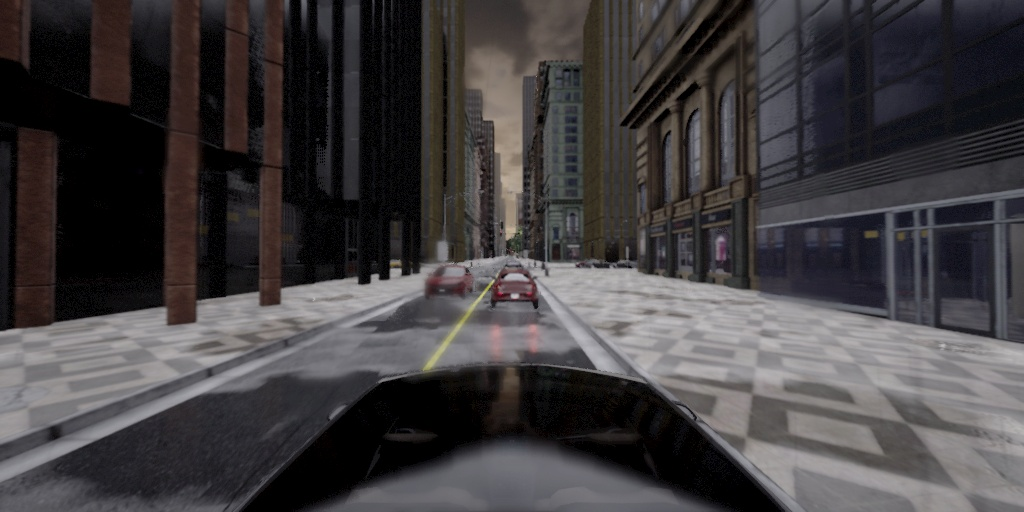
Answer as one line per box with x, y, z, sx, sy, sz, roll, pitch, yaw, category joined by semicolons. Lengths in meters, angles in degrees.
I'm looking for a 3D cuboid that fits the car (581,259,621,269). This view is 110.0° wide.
12.358;1.209;50.225;4.403;1.370;2.007;0;0;0;car

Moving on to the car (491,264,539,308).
0.106;1.254;15.048;1.812;1.442;4.674;0;0;0;car

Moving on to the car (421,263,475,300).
-2.990;1.202;17.849;1.882;1.535;5.008;0;0;0;car

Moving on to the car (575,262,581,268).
12.365;1.213;58.749;4.097;1.591;1.967;0;0;0;car

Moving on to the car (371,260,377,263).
-20.031;1.114;50.137;4.507;1.381;1.888;0;0;0;car

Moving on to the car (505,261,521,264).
0.117;1.193;32.763;2.128;1.511;4.902;0;0;0;car

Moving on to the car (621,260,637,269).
18.028;1.245;50.240;4.313;1.339;1.948;0;0;0;car

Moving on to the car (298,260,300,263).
-30.631;1.116;50.109;4.313;1.339;1.948;0;0;0;car

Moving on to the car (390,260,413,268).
-14.562;1.106;50.152;4.829;1.417;1.751;0;0;0;car
